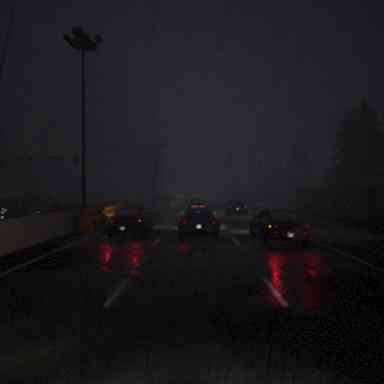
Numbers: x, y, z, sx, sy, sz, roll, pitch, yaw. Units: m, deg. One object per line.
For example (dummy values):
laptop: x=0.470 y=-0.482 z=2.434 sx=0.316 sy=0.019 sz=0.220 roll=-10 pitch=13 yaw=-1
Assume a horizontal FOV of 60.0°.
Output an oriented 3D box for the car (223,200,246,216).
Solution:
car: x=4.037 y=1.431 z=31.240 sx=1.994 sy=1.385 sz=4.181 roll=0 pitch=0 yaw=1

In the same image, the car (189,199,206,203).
car: x=0.510 y=1.375 z=29.472 sx=2.128 sy=1.511 sz=4.902 roll=0 pitch=0 yaw=1

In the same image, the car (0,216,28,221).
car: x=-13.672 y=1.288 z=24.785 sx=2.097 sy=1.767 sz=4.553 roll=0 pitch=0 yaw=1

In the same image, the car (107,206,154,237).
car: x=-3.166 y=1.464 z=17.607 sx=1.812 sy=1.442 sz=4.674 roll=0 pitch=0 yaw=1

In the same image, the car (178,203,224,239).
car: x=0.326 y=1.497 z=16.787 sx=1.994 sy=1.385 sz=4.181 roll=0 pitch=0 yaw=1

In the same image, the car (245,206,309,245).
car: x=3.796 y=1.458 z=14.994 sx=1.812 sy=1.442 sz=4.674 roll=0 pitch=0 yaw=1

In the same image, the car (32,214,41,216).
car: x=-10.145 y=1.532 z=25.786 sx=1.895 sy=1.301 sz=4.718 roll=0 pitch=0 yaw=1
